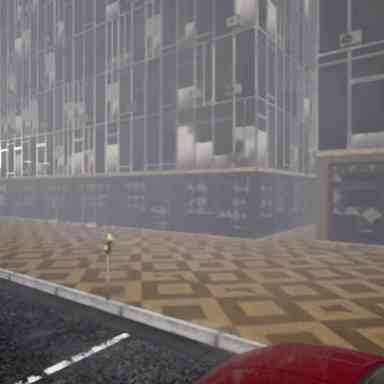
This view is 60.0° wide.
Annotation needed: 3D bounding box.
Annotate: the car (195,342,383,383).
[{"bbox_3d":[1.938,1.550,1.494,4.507,1.381,1.887,0,0,35],"label":"car"}]
